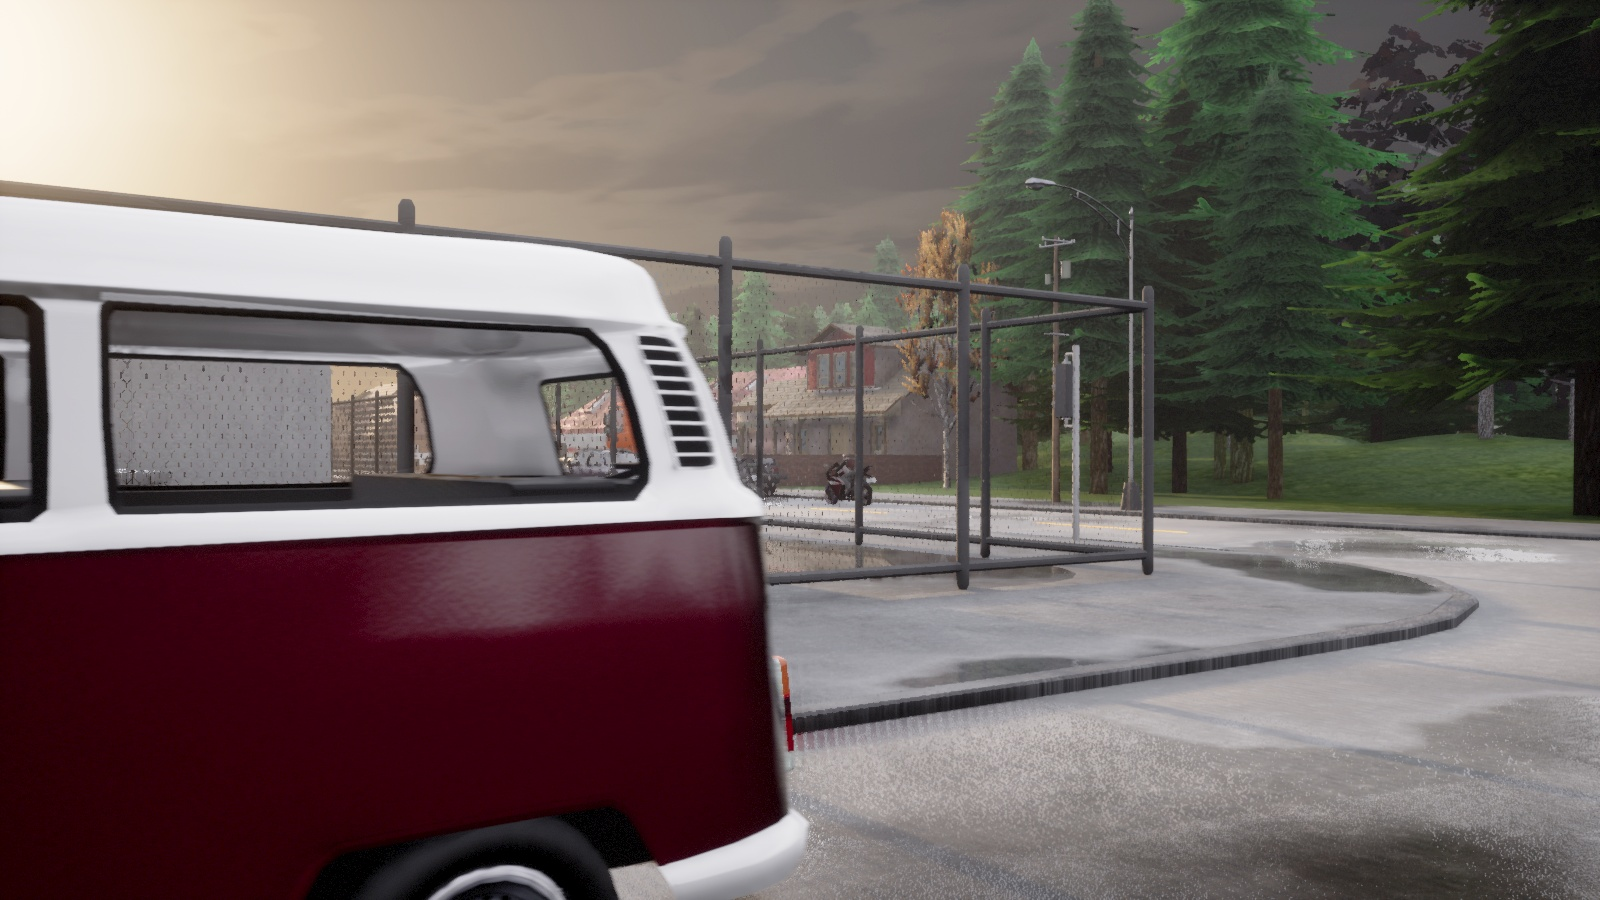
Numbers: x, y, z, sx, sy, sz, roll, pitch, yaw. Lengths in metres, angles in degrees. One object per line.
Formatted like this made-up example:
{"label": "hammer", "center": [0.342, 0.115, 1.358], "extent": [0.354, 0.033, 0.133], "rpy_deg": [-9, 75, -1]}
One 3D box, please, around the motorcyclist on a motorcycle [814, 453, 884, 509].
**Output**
{"label": "motorcyclist on a motorcycle", "center": [1.377, 0.865, 35.853], "extent": [0.866, 1.530, 2.191], "rpy_deg": [0, 0, -35]}

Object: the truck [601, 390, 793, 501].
{"label": "truck", "center": [-3.727, -0.123, 43.236], "extent": [2.891, 3.462, 7.936], "rpy_deg": [0, 0, -36]}

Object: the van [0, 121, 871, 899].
{"label": "van", "center": [-2.258, 0.477, 2.699], "extent": [4.480, 2.038, 2.069], "rpy_deg": [0, 0, -35]}
